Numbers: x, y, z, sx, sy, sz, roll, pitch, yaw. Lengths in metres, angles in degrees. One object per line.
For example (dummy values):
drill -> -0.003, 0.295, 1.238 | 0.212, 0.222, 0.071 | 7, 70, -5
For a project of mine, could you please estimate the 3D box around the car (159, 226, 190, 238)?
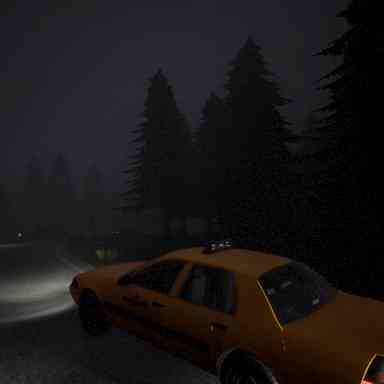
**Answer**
car -> -2.325, 5.543, 46.250 | 1.882, 1.535, 5.008 | -5, -8, 30

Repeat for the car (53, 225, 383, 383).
car -> 0.153, 1.440, 4.725 | 5.366, 1.575, 1.801 | 0, 1, 43

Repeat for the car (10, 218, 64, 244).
car -> -12.759, 3.220, 28.052 | 2.150, 2.045, 5.566 | -4, -7, 7

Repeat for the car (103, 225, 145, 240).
car -> -7.439, 4.510, 36.939 | 2.033, 1.411, 5.357 | -4, -8, 20
